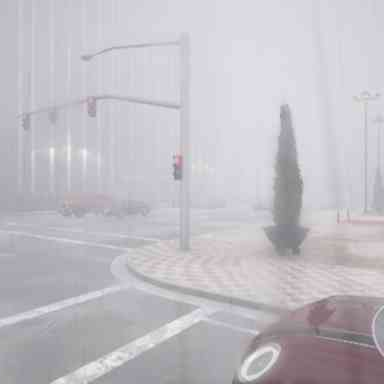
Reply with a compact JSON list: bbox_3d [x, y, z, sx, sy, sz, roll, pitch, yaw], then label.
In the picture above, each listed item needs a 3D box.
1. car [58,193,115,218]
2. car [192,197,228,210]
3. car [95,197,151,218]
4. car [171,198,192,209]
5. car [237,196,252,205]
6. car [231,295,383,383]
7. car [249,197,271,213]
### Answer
[{"bbox_3d":[-9.246,1.150,30.101,2.150,2.045,5.566,0,0,35],"label":"car"},{"bbox_3d":[2.619,1.427,41.035,2.128,1.511,4.902,0,0,35],"label":"car"},{"bbox_3d":[-5.651,1.429,29.154,2.128,1.511,4.902,0,0,35],"label":"car"},{"bbox_3d":[-0.792,1.491,42.262,1.994,1.385,4.181,0,0,35],"label":"car"},{"bbox_3d":[9.453,1.442,56.834,1.882,1.535,5.008,0,0,35],"label":"car"},{"bbox_3d":[2.509,1.355,2.180,4.553,1.767,2.097,0,0,36],"label":"car"},{"bbox_3d":[8.501,1.559,36.901,1.895,1.301,4.718,0,0,35],"label":"car"}]
